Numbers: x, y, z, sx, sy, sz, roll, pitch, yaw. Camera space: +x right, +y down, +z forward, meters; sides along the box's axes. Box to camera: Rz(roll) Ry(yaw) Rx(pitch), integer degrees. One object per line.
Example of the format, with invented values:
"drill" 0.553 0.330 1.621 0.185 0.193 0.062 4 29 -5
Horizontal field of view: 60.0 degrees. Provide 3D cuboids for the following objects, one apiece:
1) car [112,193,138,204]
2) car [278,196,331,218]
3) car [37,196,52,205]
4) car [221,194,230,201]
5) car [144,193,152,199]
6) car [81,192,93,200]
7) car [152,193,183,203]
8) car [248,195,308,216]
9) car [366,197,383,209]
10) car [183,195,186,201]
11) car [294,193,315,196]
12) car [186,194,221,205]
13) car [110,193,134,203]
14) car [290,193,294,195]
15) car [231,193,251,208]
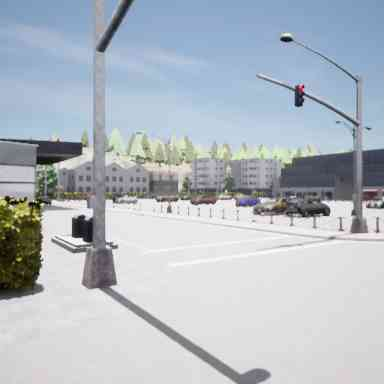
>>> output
"car" -11.626 1.352 58.964 3.806 1.475 1.970 0 0 -35
"car" 9.883 1.330 28.375 4.514 1.523 2.007 0 0 -35
"car" -25.230 1.487 56.513 2.128 1.511 4.902 0 0 -35
"car" 7.405 1.213 76.314 3.806 1.475 1.970 0 0 -35
"car" -10.792 1.147 91.148 4.553 1.767 2.097 0 0 -35
"car" -24.315 1.023 81.749 5.566 2.045 2.150 0 0 -35
"car" -4.699 1.085 63.853 4.605 1.855 1.932 0 0 -35
"car" 8.043 1.321 30.916 5.027 1.636 2.152 0 0 -35
"car" 23.426 1.368 41.489 3.806 1.475 1.970 0 0 -35
"car" -0.470 1.282 75.277 4.514 1.523 2.007 0 0 -35
"car" 20.680 1.078 58.608 4.605 1.855 1.932 0 0 -35
"car" 1.855 1.286 53.236 4.514 1.523 2.007 0 0 -35
"car" -13.030 1.067 62.038 3.866 1.878 1.905 0 0 -35
"car" 18.678 1.058 60.753 3.866 1.878 1.905 0 0 -35
"car" 7.546 1.308 45.021 3.633 1.501 1.845 0 0 -35
